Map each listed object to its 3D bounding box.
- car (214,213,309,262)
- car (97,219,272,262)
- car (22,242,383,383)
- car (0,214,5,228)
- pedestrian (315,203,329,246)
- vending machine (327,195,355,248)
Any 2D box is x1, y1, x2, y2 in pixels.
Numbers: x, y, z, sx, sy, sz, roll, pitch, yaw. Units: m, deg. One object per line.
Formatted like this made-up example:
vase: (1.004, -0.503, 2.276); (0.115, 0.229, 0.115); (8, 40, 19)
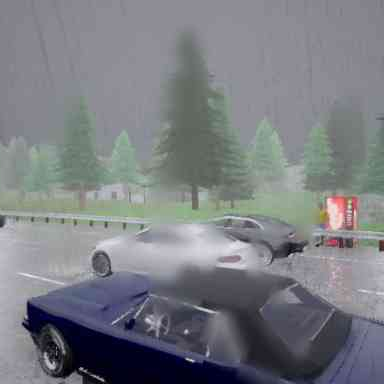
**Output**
car: (1.426, 1.491, 11.392); (4.902, 1.511, 2.128); (0, 0, 35)
car: (-0.578, 1.526, 8.534); (4.674, 1.442, 1.812); (0, 0, 34)
car: (0.076, 1.601, 3.848); (4.718, 1.301, 1.895); (0, 0, 35)
car: (-13.617, 1.564, 20.687); (4.181, 1.385, 1.994); (0, 0, 29)
pedestrian: (5.396, 1.294, 13.903); (0.375, 1.860, 0.375); (0, 0, 35)
vending machine: (6.321, 1.195, 14.092); (0.880, 2.100, 1.100); (0, 0, 35)
